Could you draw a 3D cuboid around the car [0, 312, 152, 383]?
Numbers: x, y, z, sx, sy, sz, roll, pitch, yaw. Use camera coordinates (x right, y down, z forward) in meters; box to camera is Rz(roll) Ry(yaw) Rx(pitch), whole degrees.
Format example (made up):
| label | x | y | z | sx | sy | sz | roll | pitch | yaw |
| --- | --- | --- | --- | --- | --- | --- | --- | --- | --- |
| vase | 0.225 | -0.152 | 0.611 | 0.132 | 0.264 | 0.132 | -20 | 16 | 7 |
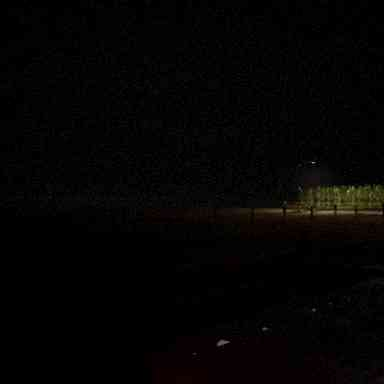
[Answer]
| label | x | y | z | sx | sy | sz | roll | pitch | yaw |
| --- | --- | --- | --- | --- | --- | --- | --- | --- | --- |
| car | -2.431 | 1.494 | 1.317 | 4.902 | 1.511 | 2.128 | 0 | 0 | -35 |
